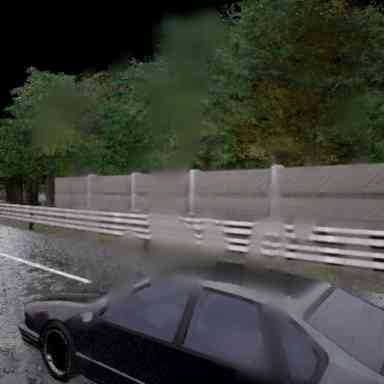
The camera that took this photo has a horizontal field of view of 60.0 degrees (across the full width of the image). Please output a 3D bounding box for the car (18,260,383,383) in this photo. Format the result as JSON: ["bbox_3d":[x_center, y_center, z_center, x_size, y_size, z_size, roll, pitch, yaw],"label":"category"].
[{"bbox_3d":[0.256,1.543,3.710,5.357,1.411,2.033,0,0,35],"label":"car"}]
